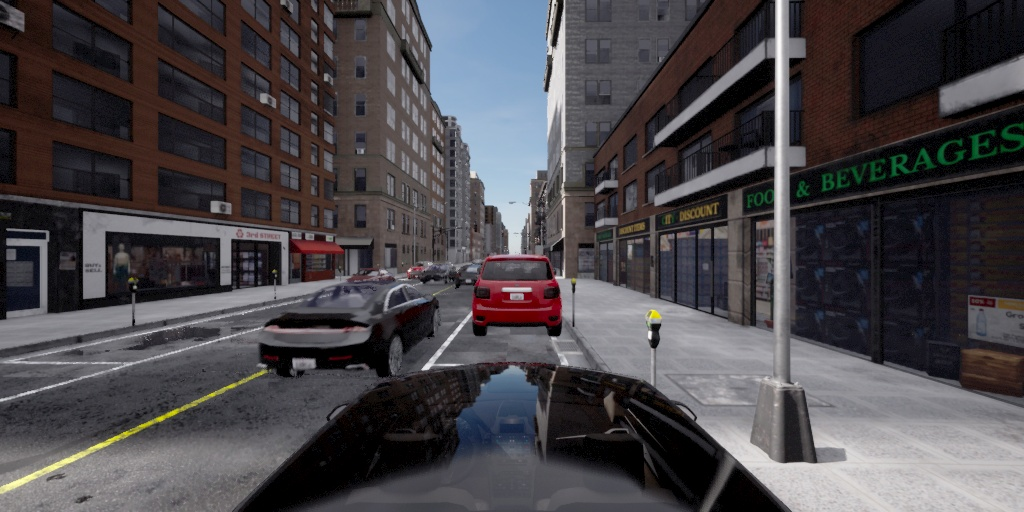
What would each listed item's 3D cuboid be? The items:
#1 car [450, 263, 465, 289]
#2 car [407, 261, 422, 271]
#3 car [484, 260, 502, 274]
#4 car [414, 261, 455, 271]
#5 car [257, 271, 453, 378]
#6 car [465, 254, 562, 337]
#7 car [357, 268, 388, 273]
[{"bbox_3d":[-2.482,1.277,23.101,1.812,1.442,4.674,0,0,1],"label":"car"},{"bbox_3d":[-7.806,1.192,31.542,1.967,1.591,4.097,0,0,1],"label":"car"},{"bbox_3d":[-2.188,1.278,43.256,1.812,1.442,4.674,0,0,1],"label":"car"},{"bbox_3d":[-5.356,1.299,26.900,2.033,1.411,5.357,0,0,1],"label":"car"},{"bbox_3d":[-2.784,1.243,7.301,2.128,1.511,4.902,0,0,1],"label":"car"},{"bbox_3d":[0.159,0.978,10.489,2.150,2.045,5.566,0,0,1],"label":"car"},{"bbox_3d":[-8.018,1.334,20.506,1.802,1.307,4.207,0,0,1],"label":"car"}]
